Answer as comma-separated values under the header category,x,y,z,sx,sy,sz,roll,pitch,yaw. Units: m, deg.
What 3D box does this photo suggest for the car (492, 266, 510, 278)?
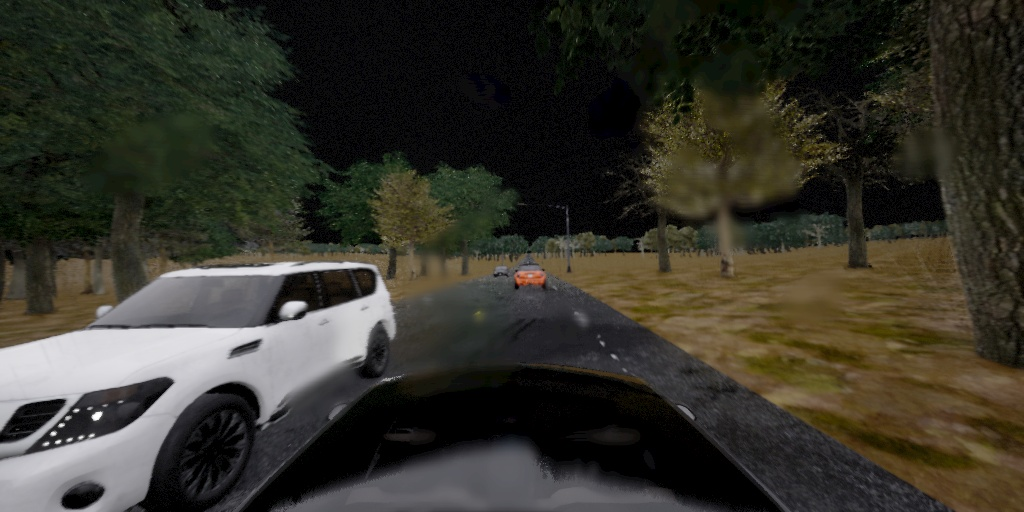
category,x,y,z,sx,sy,sz,roll,pitch,yaw
car,-1.285,1.957,45.167,1.837,1.490,4.892,-2,-1,3

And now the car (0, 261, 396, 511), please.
category,x,y,z,sx,sy,sz,roll,pitch,yaw
car,-3.451,1.099,4.822,2.150,2.045,5.566,-2,-1,3

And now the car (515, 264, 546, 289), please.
category,x,y,z,sx,sy,sz,roll,pitch,yaw
car,1.299,1.323,25.492,2.097,1.767,4.553,-2,-1,3
